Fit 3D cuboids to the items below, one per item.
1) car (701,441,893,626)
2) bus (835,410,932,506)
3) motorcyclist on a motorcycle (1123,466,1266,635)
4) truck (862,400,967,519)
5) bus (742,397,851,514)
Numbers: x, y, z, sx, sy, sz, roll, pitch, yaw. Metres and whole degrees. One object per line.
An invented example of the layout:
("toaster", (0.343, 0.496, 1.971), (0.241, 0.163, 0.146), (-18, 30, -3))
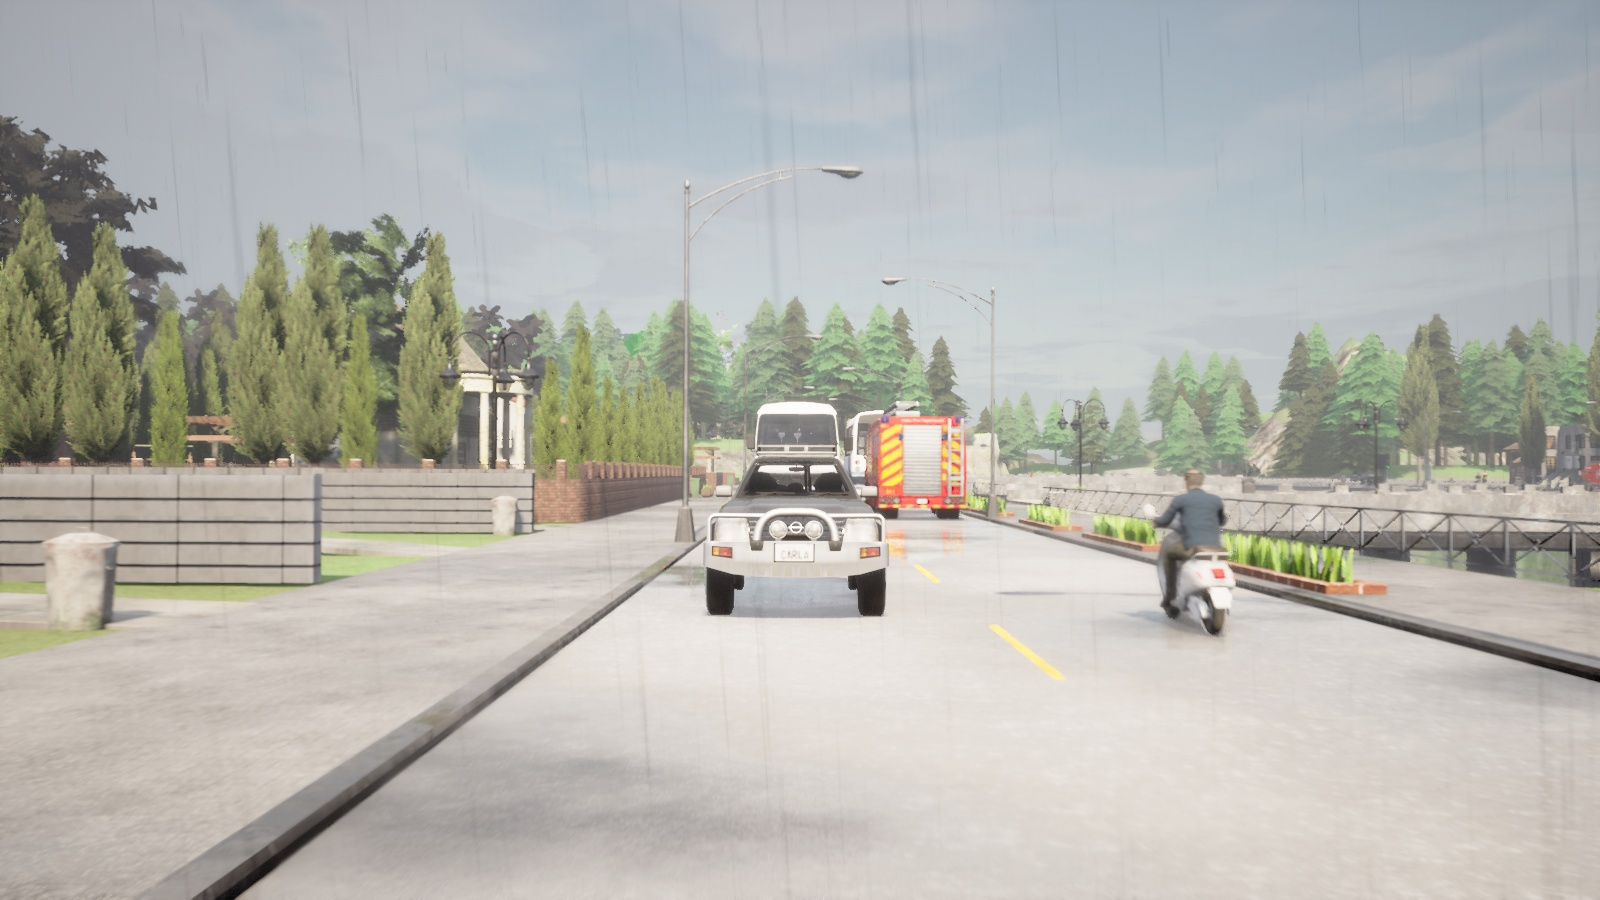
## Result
("car", (-0.036, 0.883, 15.009), (1.932, 1.855, 4.605), (0, -1, 0))
("bus", (3.852, 0.442, 60.865), (3.944, 4.253, 10.273), (0, -1, 0))
("motorcyclist on a motorcycle", (3.970, 0.967, 12.810), (0.866, 1.590, 1.817), (0, -1, 0))
("truck", (3.891, 0.381, 44.597), (2.891, 3.827, 8.468), (0, -1, 0))
("bus", (-0.125, 0.289, 50.814), (3.944, 4.253, 10.273), (0, -1, 0))
